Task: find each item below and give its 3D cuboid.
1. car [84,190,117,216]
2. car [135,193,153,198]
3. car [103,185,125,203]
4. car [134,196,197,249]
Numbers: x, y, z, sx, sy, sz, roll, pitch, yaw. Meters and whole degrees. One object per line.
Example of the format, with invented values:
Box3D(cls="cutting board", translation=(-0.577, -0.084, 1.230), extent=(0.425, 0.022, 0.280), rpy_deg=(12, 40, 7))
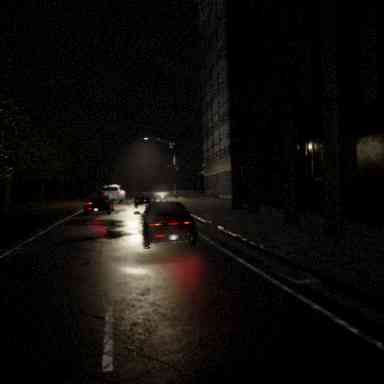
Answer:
Box3D(cls="car", translation=(-7.060, 0.904, 25.371), extent=(1.837, 1.490, 4.892), rpy_deg=(-2, 2, -9))
Box3D(cls="car", translation=(-4.453, 0.735, 31.264), extent=(1.895, 1.301, 4.718), rpy_deg=(-2, 2, -9))
Box3D(cls="car", translation=(-9.260, 0.256, 39.363), extent=(2.150, 2.045, 5.566), rpy_deg=(-2, 2, -6))
Box3D(cls="car", translation=(-1.104, 1.129, 12.926), extent=(1.837, 1.490, 4.892), rpy_deg=(-2, 2, -12))
